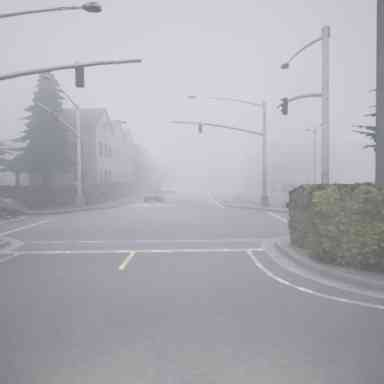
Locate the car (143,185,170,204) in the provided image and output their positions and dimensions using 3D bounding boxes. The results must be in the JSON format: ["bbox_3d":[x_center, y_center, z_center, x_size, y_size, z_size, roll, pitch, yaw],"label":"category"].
[{"bbox_3d":[-3.703,0.347,33.513,2.033,1.411,5.357,-1,2,0],"label":"car"}]

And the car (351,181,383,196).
[{"bbox_3d":[22.261,-0.480,42.134,1.932,1.855,4.605,-1,2,0],"label":"car"}]

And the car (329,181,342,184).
[{"bbox_3d":[25.306,-1.065,59.524,2.152,1.636,5.027,-1,2,0],"label":"car"}]

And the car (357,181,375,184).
[{"bbox_3d":[19.016,-0.191,34.254,1.905,1.878,3.866,-1,2,0],"label":"car"}]

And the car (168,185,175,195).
[{"bbox_3d":[-3.738,-0.387,52.450,1.882,1.535,5.008,-1,2,0],"label":"car"}]

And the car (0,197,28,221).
[{"bbox_3d":[-13.013,1.048,21.255,4.674,1.442,1.812,-1,2,-3],"label":"car"}]

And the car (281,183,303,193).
[{"bbox_3d":[15.268,-0.558,52.111,2.007,1.523,4.514,-1,2,0],"label":"car"}]
